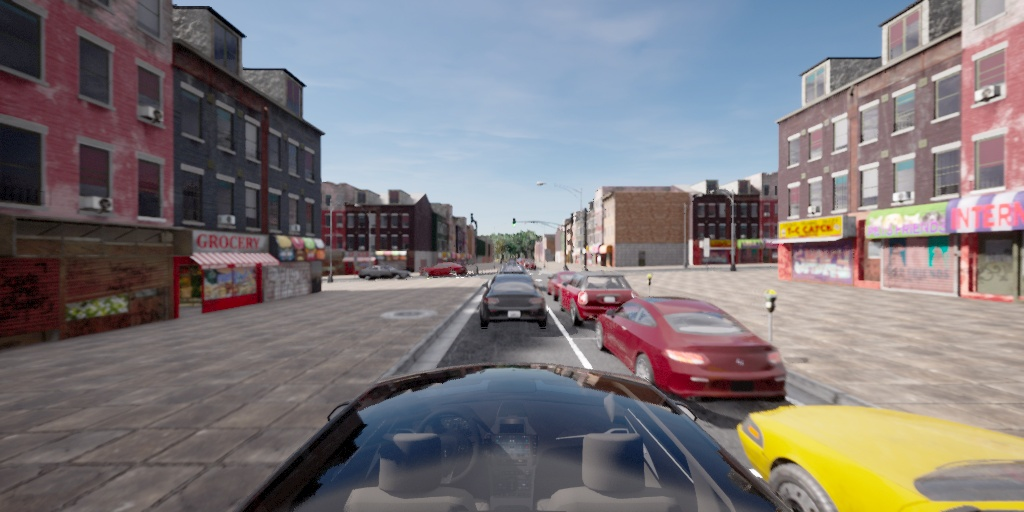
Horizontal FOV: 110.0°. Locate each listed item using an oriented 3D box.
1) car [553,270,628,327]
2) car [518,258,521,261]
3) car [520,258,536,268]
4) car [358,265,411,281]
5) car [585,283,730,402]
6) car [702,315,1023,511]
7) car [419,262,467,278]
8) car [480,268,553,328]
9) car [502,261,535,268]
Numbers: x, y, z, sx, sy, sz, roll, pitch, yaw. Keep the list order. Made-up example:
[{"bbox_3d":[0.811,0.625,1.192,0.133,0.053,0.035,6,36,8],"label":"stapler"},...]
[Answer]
[{"bbox_3d":[2.640,1.202,11.637,1.967,1.591,4.097,0,0,0],"label":"car"},{"bbox_3d":[2.651,1.255,59.845,2.192,1.841,5.009,0,0,0],"label":"car"},{"bbox_3d":[2.650,1.352,54.444,1.967,1.591,4.097,0,0,0],"label":"car"},{"bbox_3d":[-12.259,1.646,34.620,4.902,1.511,2.128,-2,0,0],"label":"car"},{"bbox_3d":[2.639,1.336,6.170,1.802,1.307,4.207,0,0,0],"label":"car"},{"bbox_3d":[2.637,1.274,0.873,1.751,1.417,4.829,0,0,0],"label":"car"},{"bbox_3d":[-7.246,1.459,37.700,5.008,1.535,1.882,-2,-1,9],"label":"car"},{"bbox_3d":[0.033,1.287,11.269,1.812,1.442,4.674,0,0,0],"label":"car"},{"bbox_3d":[0.102,1.277,22.865,2.128,1.511,4.902,0,0,0],"label":"car"}]
